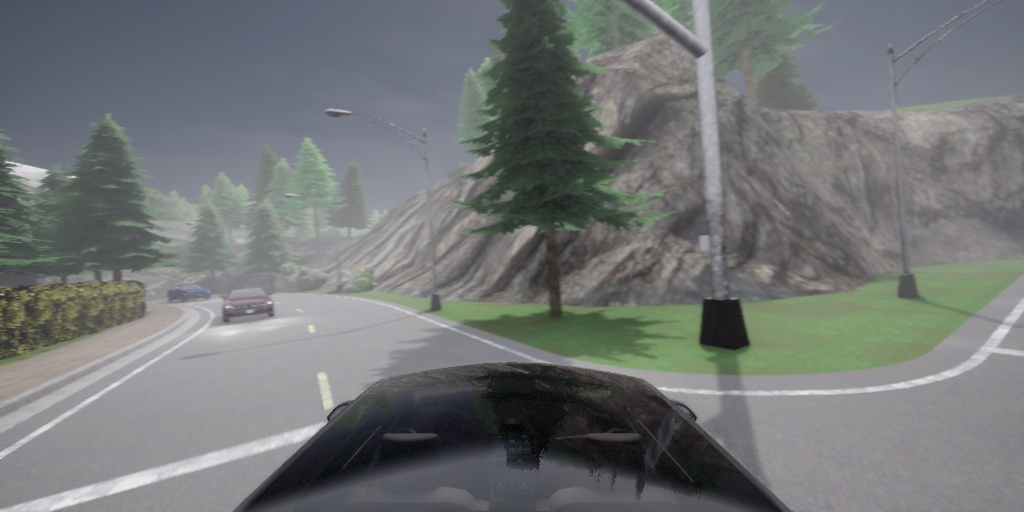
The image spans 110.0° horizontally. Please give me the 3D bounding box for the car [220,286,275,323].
[{"bbox_3d":[-12.478,2.159,16.947,1.812,1.442,4.674,-4,0,-38],"label":"car"}]

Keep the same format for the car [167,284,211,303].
[{"bbox_3d":[-29.071,3.280,32.232,5.008,1.535,1.882,-4,0,31],"label":"car"}]
